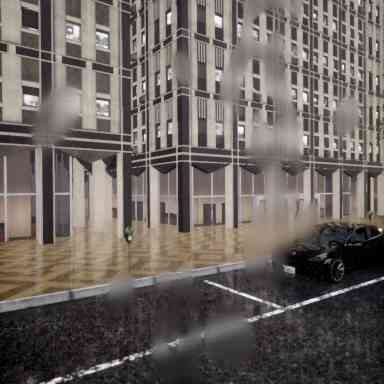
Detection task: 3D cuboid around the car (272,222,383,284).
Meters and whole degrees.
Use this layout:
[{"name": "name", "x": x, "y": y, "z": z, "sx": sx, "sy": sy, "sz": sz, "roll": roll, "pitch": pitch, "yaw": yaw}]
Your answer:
[{"name": "car", "x": 4.206, "y": 1.564, "z": 9.570, "sx": 4.313, "sy": 1.339, "sz": 1.947, "roll": 0, "pitch": -1, "yaw": -36}]
